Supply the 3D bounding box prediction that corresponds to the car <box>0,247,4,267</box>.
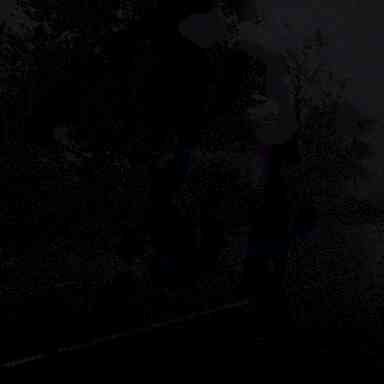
[{"bbox_3d":[-7.118,1.473,7.470,5.008,1.535,1.882,0,0,-36],"label":"car"}]
